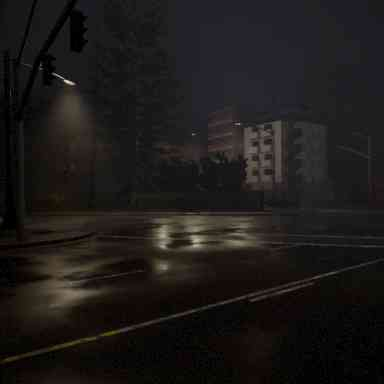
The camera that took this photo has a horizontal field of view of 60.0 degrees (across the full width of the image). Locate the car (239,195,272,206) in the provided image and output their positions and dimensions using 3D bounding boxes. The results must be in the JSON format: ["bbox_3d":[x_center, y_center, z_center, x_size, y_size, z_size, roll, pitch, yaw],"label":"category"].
[{"bbox_3d":[8.761,1.090,46.185,1.994,1.385,4.181,-1,1,-35],"label":"car"}]

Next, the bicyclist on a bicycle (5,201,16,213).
[{"bbox_3d":[-18.106,1.346,33.202,0.582,1.620,1.656,-1,1,9],"label":"bicyclist on a bicycle"}]

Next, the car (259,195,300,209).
[{"bbox_3d":[9.981,1.193,38.051,1.895,1.301,4.718,-1,1,-35],"label":"car"}]
